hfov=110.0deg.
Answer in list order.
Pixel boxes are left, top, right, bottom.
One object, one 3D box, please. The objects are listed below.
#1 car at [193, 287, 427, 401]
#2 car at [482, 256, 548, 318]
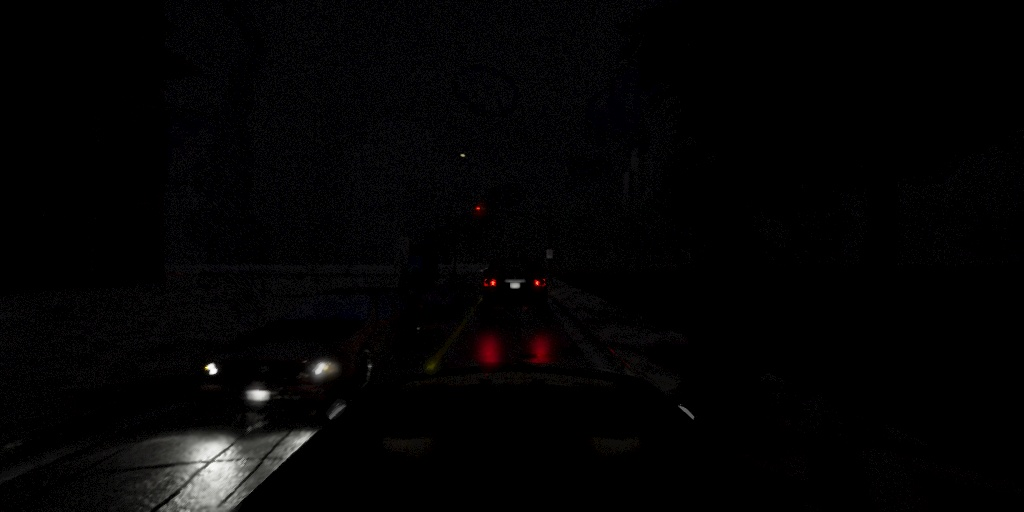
[{"bbox_3d":[-3.098,1.347,7.052,2.033,1.411,5.357,0,-1,0],"label":"car"},{"bbox_3d":[0.098,1.072,13.629,2.150,2.045,5.566,0,-2,0],"label":"car"}]
